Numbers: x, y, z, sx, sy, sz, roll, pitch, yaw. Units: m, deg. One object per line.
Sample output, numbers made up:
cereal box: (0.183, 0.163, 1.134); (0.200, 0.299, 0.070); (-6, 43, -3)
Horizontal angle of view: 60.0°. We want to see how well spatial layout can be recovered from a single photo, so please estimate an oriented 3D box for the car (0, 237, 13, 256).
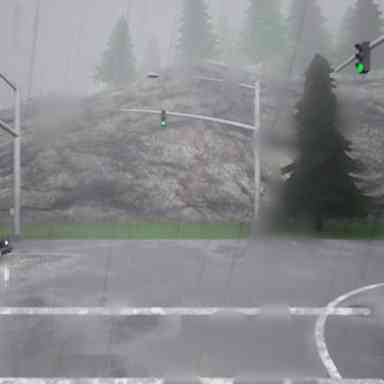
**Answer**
car: (-8.854, 1.622, 10.734); (5.357, 1.411, 2.033); (0, 0, 1)
